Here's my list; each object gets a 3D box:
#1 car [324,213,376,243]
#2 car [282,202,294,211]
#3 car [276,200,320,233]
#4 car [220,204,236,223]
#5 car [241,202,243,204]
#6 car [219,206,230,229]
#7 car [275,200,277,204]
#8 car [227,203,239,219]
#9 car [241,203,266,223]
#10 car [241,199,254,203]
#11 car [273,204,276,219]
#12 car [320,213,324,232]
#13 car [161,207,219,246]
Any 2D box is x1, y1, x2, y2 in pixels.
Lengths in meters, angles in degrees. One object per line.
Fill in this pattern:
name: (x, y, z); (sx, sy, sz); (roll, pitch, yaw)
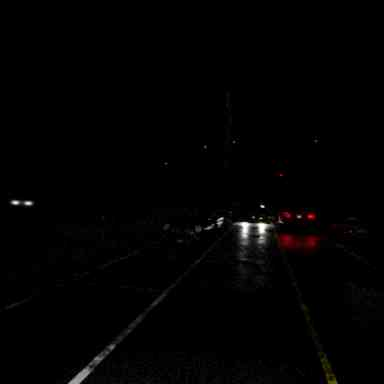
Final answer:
car: (9.402, 2.109, 19.814); (1.752, 1.417, 4.829); (2, -1, 12)
car: (19.260, 2.899, 66.957); (1.967, 1.590, 4.097); (2, -1, 12)
car: (7.648, 1.778, 24.605); (2.150, 2.045, 5.566); (2, -1, 12)
car: (2.145, 1.890, 26.734); (1.887, 1.381, 4.507); (2, -1, 12)
car: (4.344, 2.065, 37.250); (1.752, 1.417, 4.829); (2, -1, 12)
car: (1.029, 1.798, 21.394); (2.008, 1.369, 4.403); (2, -1, 12)
car: (22.593, 3.311, 82.920); (2.008, 1.369, 4.403); (2, -1, 12)
car: (3.266, 1.884, 32.076); (1.967, 1.590, 4.097); (2, -1, 12)
car: (5.925, 2.058, 31.640); (1.837, 1.490, 4.892); (2, -1, 12)
car: (12.040, 2.541, 74.028); (2.192, 1.841, 5.009); (2, -1, 12)
car: (9.767, 2.310, 35.053); (1.994, 1.385, 4.181); (2, -1, 12)
car: (10.482, 2.245, 24.987); (1.947, 1.339, 4.313); (2, -1, 12)
car: (-0.083, 1.590, 16.054); (1.967, 1.590, 4.097); (2, -1, 12)
